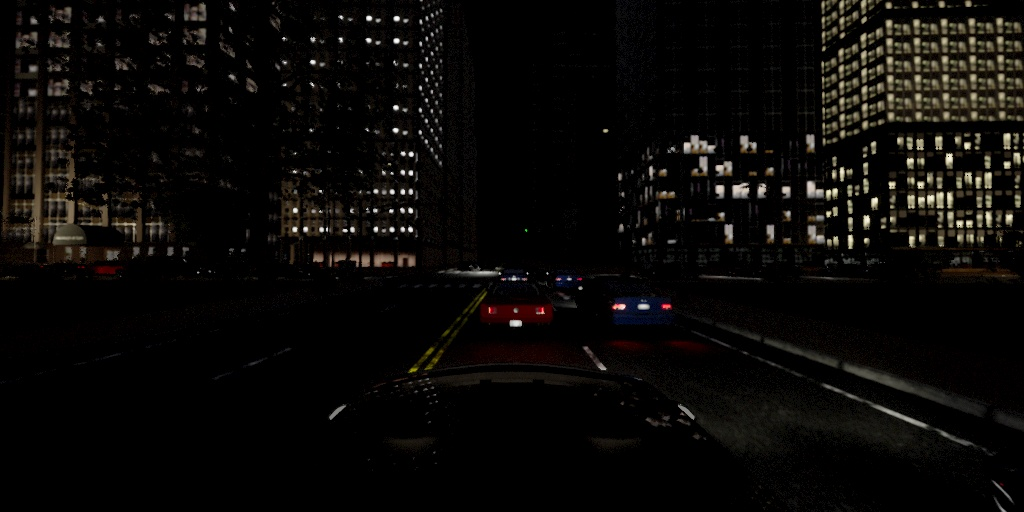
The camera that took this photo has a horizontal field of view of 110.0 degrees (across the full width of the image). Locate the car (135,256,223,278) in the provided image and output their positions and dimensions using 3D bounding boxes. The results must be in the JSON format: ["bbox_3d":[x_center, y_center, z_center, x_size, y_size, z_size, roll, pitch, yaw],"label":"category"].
[{"bbox_3d":[-29.735,1.022,32.125,5.566,2.045,2.150,0,-1,2],"label":"car"}]

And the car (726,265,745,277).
[{"bbox_3d":[26.248,1.624,39.881,4.181,1.385,1.994,0,-1,2],"label":"car"}]

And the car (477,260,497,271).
[{"bbox_3d":[-3.845,1.506,55.046,2.128,1.511,4.902,0,0,-2],"label":"car"}]

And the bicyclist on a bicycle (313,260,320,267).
[{"bbox_3d":[-25.119,1.384,46.093,0.582,1.620,1.656,0,-1,2],"label":"bicyclist on a bicycle"}]

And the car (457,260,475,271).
[{"bbox_3d":[-7.077,1.515,54.183,1.837,1.490,4.892,0,0,-1],"label":"car"}]

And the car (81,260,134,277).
[{"bbox_3d":[-39.167,1.204,35.676,4.553,1.767,2.097,0,-1,2],"label":"car"}]

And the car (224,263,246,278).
[{"bbox_3d":[-28.935,1.342,35.349,5.008,1.535,1.882,0,-1,2],"label":"car"}]

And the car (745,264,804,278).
[{"bbox_3d":[27.031,1.522,36.601,4.674,1.442,1.812,0,-1,2],"label":"car"}]

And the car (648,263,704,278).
[{"bbox_3d":[17.066,1.477,36.889,4.902,1.511,2.128,0,-1,2],"label":"car"}]

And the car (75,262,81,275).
[{"bbox_3d":[-49.174,1.409,39.362,4.892,1.490,1.837,0,-1,2],"label":"car"}]

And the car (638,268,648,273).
[{"bbox_3d":[16.878,1.597,40.144,5.357,1.411,2.033,0,-1,2],"label":"car"}]

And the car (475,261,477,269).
[{"bbox_3d":[-7.195,1.530,63.531,1.882,1.535,5.008,0,0,0],"label":"car"}]

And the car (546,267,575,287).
[{"bbox_3d":[3.365,1.410,23.547,2.033,1.411,5.357,0,0,0],"label":"car"}]

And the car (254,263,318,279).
[{"bbox_3d":[-20.295,1.338,31.827,4.674,1.442,1.812,0,-1,2],"label":"car"}]

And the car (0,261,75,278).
[{"bbox_3d":[-43.837,1.329,32.572,5.357,1.411,2.033,0,-1,2],"label":"car"}]

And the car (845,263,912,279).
[{"bbox_3d":[37.471,1.485,36.314,5.008,1.535,1.882,0,-1,2],"label":"car"}]

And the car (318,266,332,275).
[{"bbox_3d":[-19.951,1.440,35.066,4.181,1.385,1.994,0,-1,2],"label":"car"}]

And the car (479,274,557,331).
[{"bbox_3d":[0.107,1.403,11.202,1.895,1.301,4.718,0,0,0],"label":"car"}]

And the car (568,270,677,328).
[{"bbox_3d":[3.356,1.352,11.648,2.033,1.411,5.357,0,0,0],"label":"car"}]

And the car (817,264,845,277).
[{"bbox_3d":[36.523,1.596,39.591,4.674,1.442,1.812,0,-1,2],"label":"car"}]

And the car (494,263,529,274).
[{"bbox_3d":[0.116,1.409,23.602,2.033,1.411,5.357,0,0,0],"label":"car"}]
